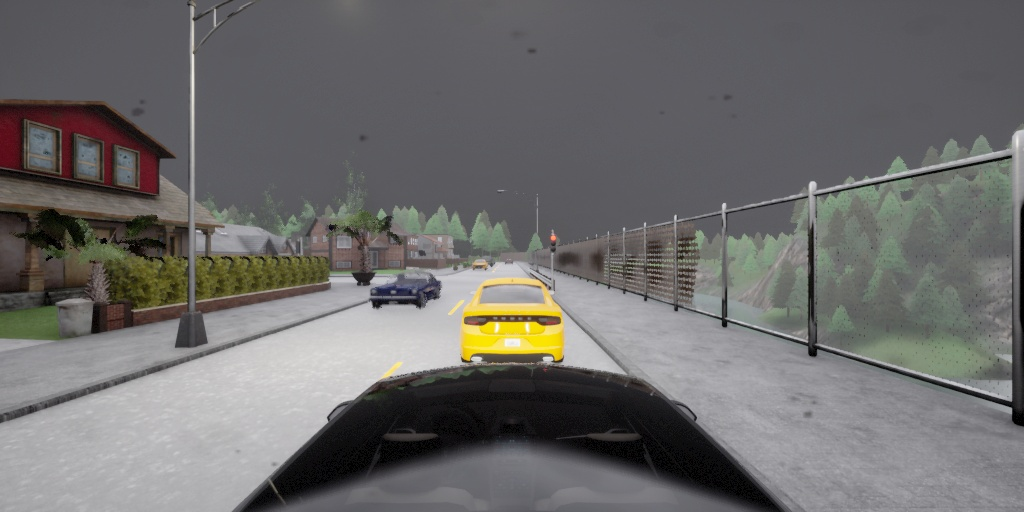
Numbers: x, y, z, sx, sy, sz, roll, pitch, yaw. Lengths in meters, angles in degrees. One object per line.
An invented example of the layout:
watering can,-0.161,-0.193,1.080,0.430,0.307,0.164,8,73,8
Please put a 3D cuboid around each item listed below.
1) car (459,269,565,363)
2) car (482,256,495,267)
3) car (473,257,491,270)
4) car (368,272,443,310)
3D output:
car,0.005,1.228,8.183,1.882,1.535,5.008,0,0,0
car,-4.601,0.971,65.014,2.150,2.045,5.566,0,0,0
car,-4.523,1.227,51.442,1.882,1.535,5.008,0,0,0
car,-4.207,1.351,14.877,1.895,1.301,4.718,0,0,0
